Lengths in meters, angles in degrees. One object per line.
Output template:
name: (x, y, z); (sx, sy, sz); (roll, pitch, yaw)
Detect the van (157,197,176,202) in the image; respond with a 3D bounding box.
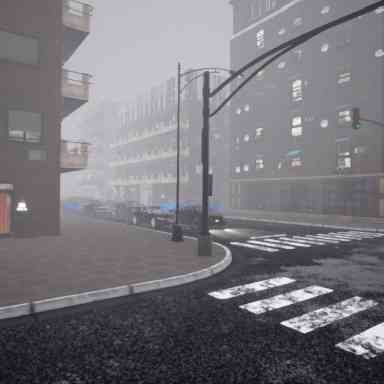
van: (-2.326, 1.449, 35.286); (1.690, 1.788, 3.998); (1, -1, -35)

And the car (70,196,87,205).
car: (-21.426, 1.605, 62.887); (1.967, 1.590, 4.097); (1, -1, -35)

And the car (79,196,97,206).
car: (-18.243, 1.597, 58.287); (1.967, 1.590, 4.097); (1, -1, -35)

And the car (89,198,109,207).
car: (-15.061, 1.729, 53.685); (1.802, 1.307, 4.206); (1, -1, -35)

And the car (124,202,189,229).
car: (-2.440, 1.539, 21.600); (2.008, 1.369, 4.403); (1, -1, -35)

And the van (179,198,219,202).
van: (0.858, 1.439, 30.686); (1.690, 1.788, 3.998); (1, -1, -35)

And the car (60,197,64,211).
car: (-15.174, 1.580, 40.001); (2.008, 1.369, 4.403); (1, -1, -35)

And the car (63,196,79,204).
car: (-24.610, 1.614, 67.487); (1.967, 1.590, 4.097); (1, -1, -35)

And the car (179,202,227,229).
car: (0.388, 1.581, 21.845); (1.994, 1.385, 4.181); (1, -1, -35)

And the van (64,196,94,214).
van: (-11.989, 1.361, 35.403); (1.690, 1.788, 3.998); (1, -1, -35)

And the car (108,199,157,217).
car: (-5.517, 1.528, 30.381); (2.128, 1.511, 4.902); (1, -1, -35)

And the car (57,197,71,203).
car: (-27.794, 1.727, 72.087); (1.887, 1.381, 4.507); (1, -1, -35)

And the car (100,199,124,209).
car: (-11.877, 1.683, 49.086); (1.887, 1.381, 4.507); (1, -1, -35)

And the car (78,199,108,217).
car: (-8.807, 1.591, 30.801); (1.802, 1.307, 4.206); (1, -1, -35)
